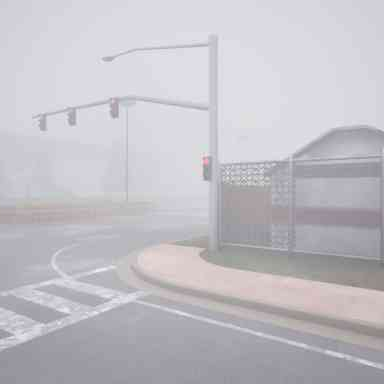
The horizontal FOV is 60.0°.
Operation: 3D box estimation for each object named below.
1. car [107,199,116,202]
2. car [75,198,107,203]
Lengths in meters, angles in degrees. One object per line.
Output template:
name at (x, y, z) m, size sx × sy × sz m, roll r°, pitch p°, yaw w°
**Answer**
car at (-12.504, 1.547, 44.844) m, size 2.033 × 1.411 × 5.357 m, roll 0°, pitch 0°, yaw 34°
car at (-12.454, 1.564, 38.619) m, size 1.994 × 1.385 × 4.181 m, roll 0°, pitch 0°, yaw 34°
